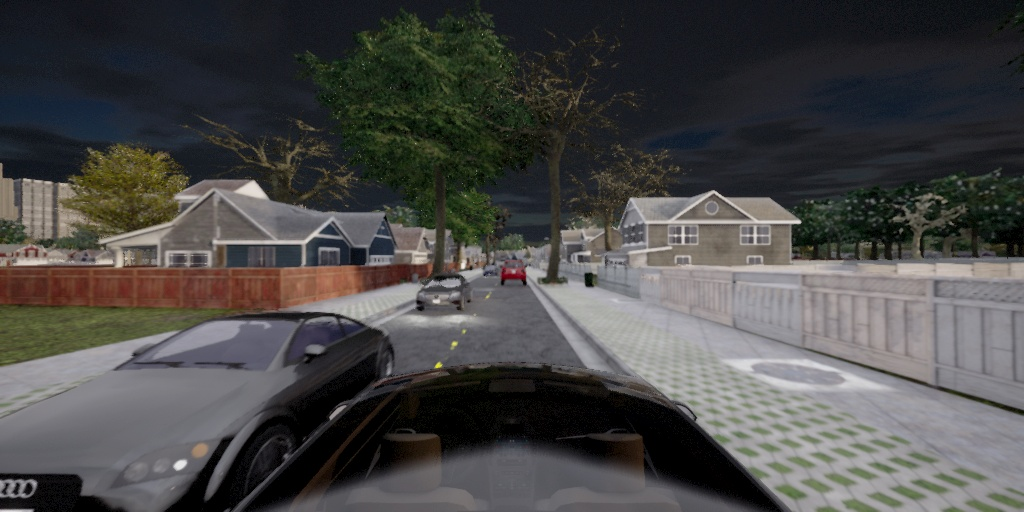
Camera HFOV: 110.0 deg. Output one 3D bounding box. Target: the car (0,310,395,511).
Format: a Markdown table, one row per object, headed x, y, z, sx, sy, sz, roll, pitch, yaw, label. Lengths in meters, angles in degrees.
| x | y | z | sx | sy | sz | roll | pitch | yaw | label |
| --- | --- | --- | --- | --- | --- | --- | --- | --- | --- |
| -2.844 | 1.347 | 4.021 | 1.994 | 1.385 | 4.181 | 0 | -1 | 0 | car |

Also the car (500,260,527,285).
| x | y | z | sx | sy | sz | roll | pitch | yaw | label |
| --- | --- | --- | --- | --- | --- | --- | --- | --- | --- |
| 0.124 | 1.403 | 31.530 | 2.150 | 2.045 | 5.566 | 0 | -1 | 0 | car |

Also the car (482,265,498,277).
| x | y | z | sx | sy | sz | roll | pitch | yaw | label |
| --- | --- | --- | --- | --- | --- | --- | --- | --- | --- |
| -2.788 | 1.950 | 47.218 | 2.033 | 1.411 | 5.357 | 0 | -1 | 0 | car |

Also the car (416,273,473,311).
| x | y | z | sx | sy | sz | roll | pitch | yaw | label |
| --- | --- | --- | --- | --- | --- | --- | --- | --- | --- |
| -2.822 | 1.480 | 15.774 | 1.812 | 1.442 | 4.674 | 0 | -1 | 0 | car |
